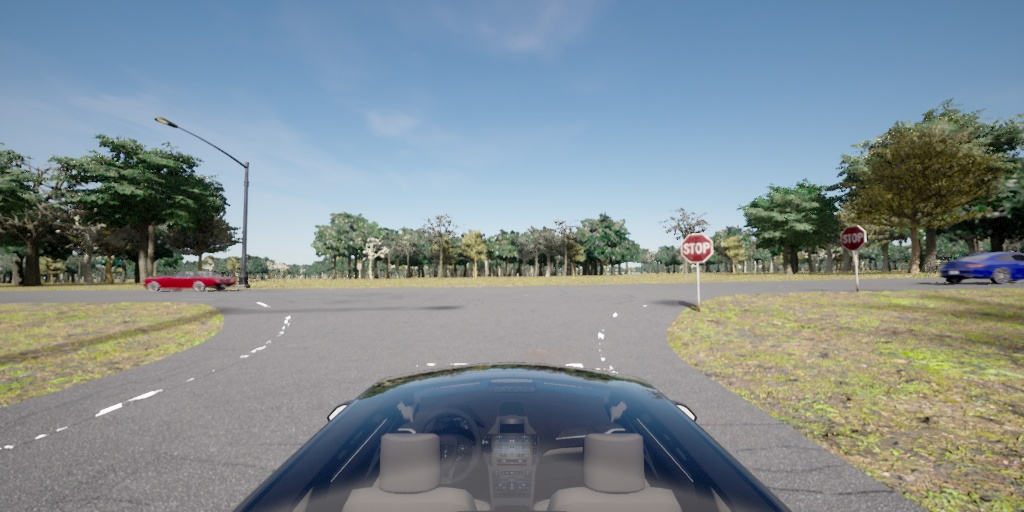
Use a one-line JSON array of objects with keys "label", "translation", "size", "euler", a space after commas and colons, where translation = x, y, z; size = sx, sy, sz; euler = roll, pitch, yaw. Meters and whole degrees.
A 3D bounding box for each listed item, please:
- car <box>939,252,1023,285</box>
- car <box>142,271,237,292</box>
[{"label": "car", "translation": [22.752, 0.558, 16.666], "size": [4.674, 1.442, 1.812], "euler": [-1, -3, -1]}, {"label": "car", "translation": [-20.914, 1.659, 23.316], "size": [4.718, 1.301, 1.895], "euler": [-1, -3, 1]}]
